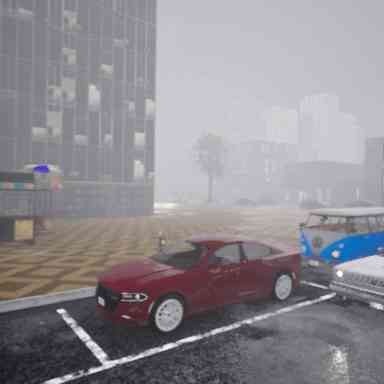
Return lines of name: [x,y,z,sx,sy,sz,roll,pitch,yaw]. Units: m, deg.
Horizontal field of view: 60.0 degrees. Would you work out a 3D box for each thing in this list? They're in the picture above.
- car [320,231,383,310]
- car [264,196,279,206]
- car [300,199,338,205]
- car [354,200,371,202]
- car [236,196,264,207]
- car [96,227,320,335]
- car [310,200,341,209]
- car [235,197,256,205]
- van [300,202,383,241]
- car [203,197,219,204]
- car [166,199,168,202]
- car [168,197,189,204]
car: [4.934,1.620,6.896,4.718,1.301,1.895,0,0,-35]
car: [13.866,1.672,62.166,2.192,1.841,5.009,1,-1,-35]
car: [16.285,1.575,43.580,1.967,1.590,4.097,1,-1,-35]
car: [23.988,1.838,47.627,1.947,1.339,4.313,1,-1,-35]
car: [9.674,1.760,57.961,1.837,1.490,4.892,1,-1,-34]
car: [0.353,1.556,6.757,4.507,1.381,1.887,0,1,-35]
car: [20.867,1.880,52.131,1.802,1.307,4.206,1,-1,-35]
car: [10.677,1.823,66.709,1.967,1.590,4.097,1,-1,-35]
van: [4.952,1.365,10.033,3.998,1.788,1.690,0,1,-35]
car: [4.315,1.877,75.805,1.967,1.590,4.097,1,-1,-35]
car: [-5.264,2.045,89.634,1.752,1.417,4.829,1,-1,-35]
car: [-2.477,1.824,70.892,1.752,1.417,4.829,1,-1,-35]
